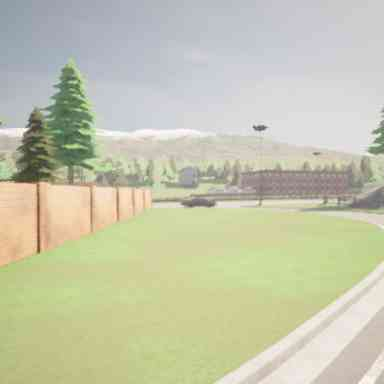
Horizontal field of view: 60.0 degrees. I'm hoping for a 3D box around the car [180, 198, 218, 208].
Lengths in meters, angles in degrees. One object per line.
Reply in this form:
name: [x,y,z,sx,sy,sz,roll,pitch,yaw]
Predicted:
car: [1.047,1.550,48.102,5.357,1.411,2.033,-1,0,20]
